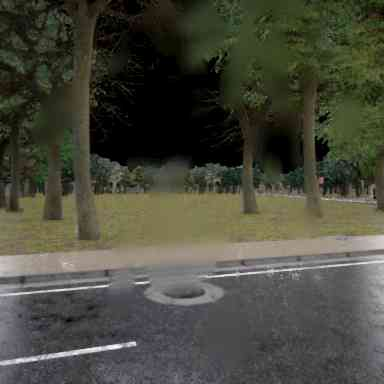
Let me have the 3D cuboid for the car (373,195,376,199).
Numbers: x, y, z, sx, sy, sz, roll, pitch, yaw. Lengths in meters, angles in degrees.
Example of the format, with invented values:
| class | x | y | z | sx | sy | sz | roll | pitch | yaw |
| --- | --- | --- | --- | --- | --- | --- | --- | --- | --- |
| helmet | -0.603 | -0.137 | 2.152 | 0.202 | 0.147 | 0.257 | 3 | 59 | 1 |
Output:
| class | x | y | z | sx | sy | sz | roll | pitch | yaw |
| --- | --- | --- | --- | --- | --- | --- | --- | --- | --- |
| car | 44.754 | 1.287 | 79.771 | 1.895 | 1.301 | 4.718 | 0 | 0 | 4 |
